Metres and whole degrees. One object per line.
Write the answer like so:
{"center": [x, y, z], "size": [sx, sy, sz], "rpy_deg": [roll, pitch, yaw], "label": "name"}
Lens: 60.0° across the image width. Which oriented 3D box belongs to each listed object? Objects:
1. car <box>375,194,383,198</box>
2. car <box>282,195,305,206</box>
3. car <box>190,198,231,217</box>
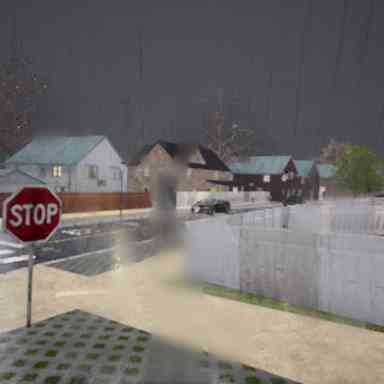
{"center": [40.360, 1.193, 70.784], "size": [4.674, 1.442, 1.812], "rpy_deg": [0, 3, -43], "label": "car"}
{"center": [14.282, 1.262, 46.671], "size": [1.837, 1.490, 4.892], "rpy_deg": [4, 2, 39], "label": "car"}
{"center": [1.727, 1.267, 29.464], "size": [2.128, 1.511, 4.902], "rpy_deg": [4, 2, 34], "label": "car"}
